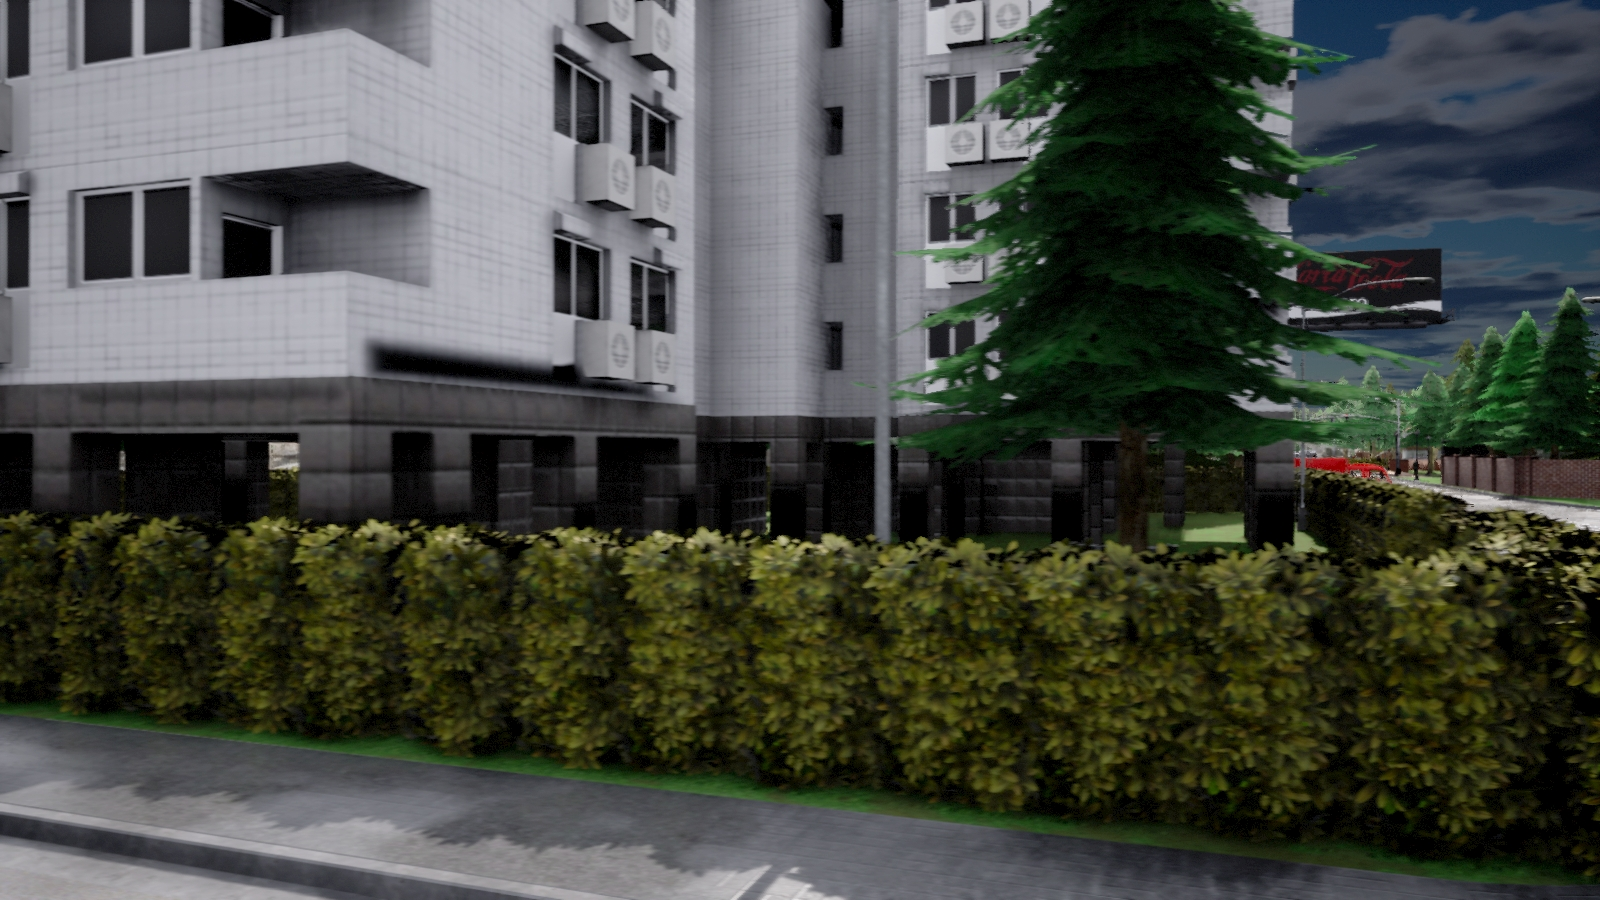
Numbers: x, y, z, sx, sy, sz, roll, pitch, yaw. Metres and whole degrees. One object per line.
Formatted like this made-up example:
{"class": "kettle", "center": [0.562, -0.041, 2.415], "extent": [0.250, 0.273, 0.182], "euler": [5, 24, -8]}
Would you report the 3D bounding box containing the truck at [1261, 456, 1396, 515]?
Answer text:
{"class": "truck", "center": [23.412, 1.542, 50.632], "extent": [5.204, 2.467, 2.627], "euler": [0, -1, 30]}
